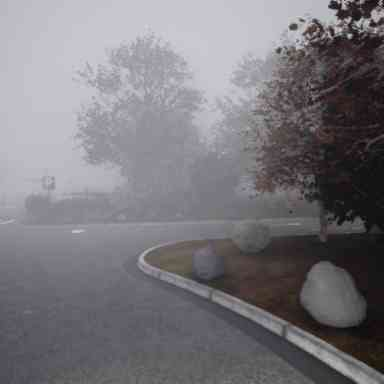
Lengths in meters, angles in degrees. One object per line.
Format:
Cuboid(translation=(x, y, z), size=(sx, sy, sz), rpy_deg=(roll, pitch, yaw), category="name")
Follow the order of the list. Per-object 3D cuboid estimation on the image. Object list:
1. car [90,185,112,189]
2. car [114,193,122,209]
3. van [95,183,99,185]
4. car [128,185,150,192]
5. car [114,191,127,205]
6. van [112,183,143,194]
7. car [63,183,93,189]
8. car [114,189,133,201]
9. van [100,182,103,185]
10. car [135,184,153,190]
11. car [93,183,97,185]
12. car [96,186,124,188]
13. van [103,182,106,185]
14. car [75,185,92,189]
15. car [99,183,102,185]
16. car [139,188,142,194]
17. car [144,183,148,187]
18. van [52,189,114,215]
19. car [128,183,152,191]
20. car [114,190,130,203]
Cuboid(translation=(-16.358, 0.008, 60.013), size=(2.128, 1.511, 4.902), rpy_deg=(-1, 2, -3), category="car")
Cuboid(translation=(-9.664, 1.141, 32.475), size=(4.792, 1.488, 2.163), rpy_deg=(-1, 2, -3), category="car")
Cuboid(translation=(-25.608, -1.018, 80.724), size=(4.442, 1.987, 1.878), rpy_deg=(-1, 2, -3), category="van")
Cuboid(translation=(-12.542, -0.871, 79.529), size=(5.008, 1.535, 2.097), rpy_deg=(-1, 2, -3), category="car")
Cuboid(translation=(-10.048, 0.993, 35.230), size=(5.366, 1.575, 1.946), rpy_deg=(-1, 2, -3), category="car")
Cuboid(translation=(-11.091, -0.170, 57.381), size=(4.442, 1.987, 1.878), rpy_deg=(-1, 2, -3), category="van")
Cuboid(translation=(-25.245, -0.691, 72.327), size=(5.566, 2.045, 2.435), rpy_deg=(-1, 2, -3), category="car")
Cuboid(translation=(-10.203, 0.759, 40.775), size=(4.892, 1.521, 2.231), rpy_deg=(-1, 2, -3), category="car")
Cuboid(translation=(-26.180, -1.251, 86.305), size=(4.442, 1.987, 1.878), rpy_deg=(-1, 2, -3), category="van")
Cuboid(translation=(-13.416, -1.433, 93.367), size=(4.792, 1.488, 2.163), rpy_deg=(-1, 3, -3), category="car")
Cuboid(translation=(-25.550, -0.634, 77.933), size=(4.674, 1.452, 2.002), rpy_deg=(-1, 2, -3), category="car")
Cuboid(translation=(-10.503, 0.398, 46.308), size=(4.553, 1.767, 2.185), rpy_deg=(-1, 2, -3), category="car")
Cuboid(translation=(-26.117, -1.376, 89.113), size=(4.442, 1.987, 1.878), rpy_deg=(-1, 3, -3), category="van")
Cuboid(translation=(-19.878, -0.060, 62.733), size=(2.128, 1.511, 4.902), rpy_deg=(-1, 2, -3), category="car")
Cuboid(translation=(-25.897, -0.908, 83.522), size=(5.008, 1.535, 2.097), rpy_deg=(-1, 2, -3), category="car")
Cuboid(translation=(-10.874, 0.290, 51.847), size=(5.008, 1.535, 2.097), rpy_deg=(-1, 2, -3), category="car")
Cuboid(translation=(-12.205, -0.638, 73.992), size=(4.892, 1.521, 2.231), rpy_deg=(-1, 2, -3), category="car")
Cuboid(translation=(-9.646, 1.006, 29.689), size=(4.442, 1.987, 1.878), rpy_deg=(-1, 2, -3), category="van")
Cuboid(translation=(-12.746, -1.237, 82.284), size=(5.566, 2.045, 2.435), rpy_deg=(-1, 2, -3), category="car")
Cuboid(translation=(-10.000, 0.905, 38.011), size=(4.792, 1.488, 2.163), rpy_deg=(-1, 2, -3), category="car")
